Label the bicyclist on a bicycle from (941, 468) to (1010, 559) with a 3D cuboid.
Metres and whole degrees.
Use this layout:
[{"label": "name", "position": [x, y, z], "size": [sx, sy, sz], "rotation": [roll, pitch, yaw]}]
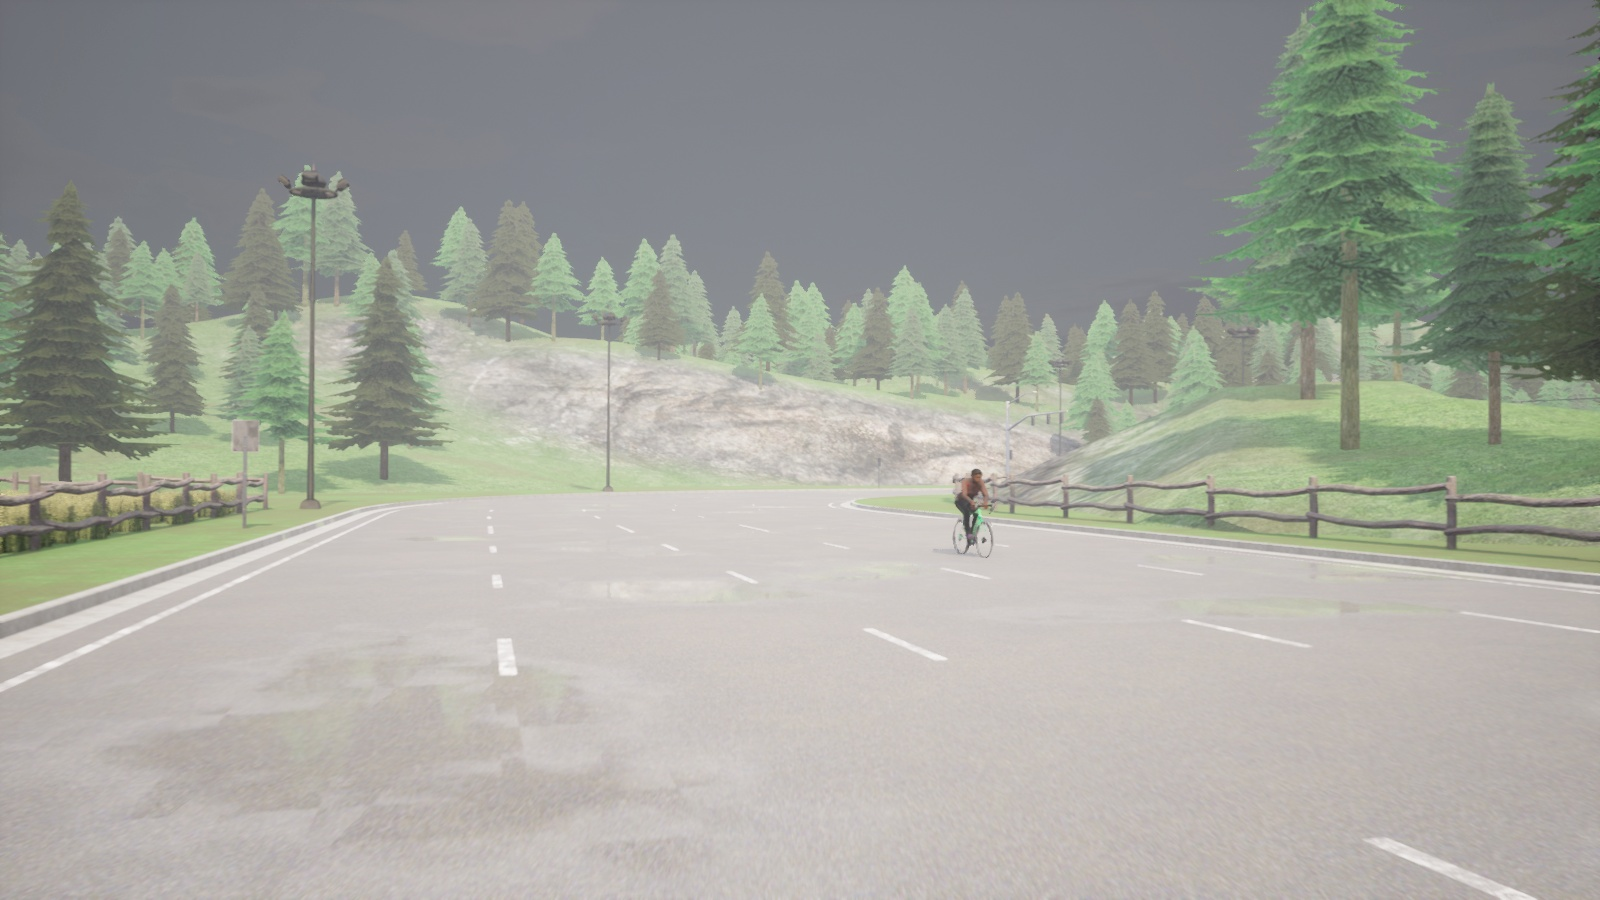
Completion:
[{"label": "bicyclist on a bicycle", "position": [3.218, 1.143, 23.175], "size": [0.582, 1.620, 1.656], "rotation": [0, -1, -18]}]
